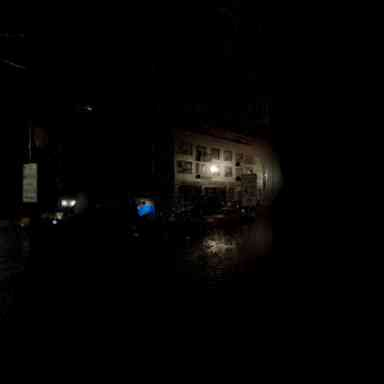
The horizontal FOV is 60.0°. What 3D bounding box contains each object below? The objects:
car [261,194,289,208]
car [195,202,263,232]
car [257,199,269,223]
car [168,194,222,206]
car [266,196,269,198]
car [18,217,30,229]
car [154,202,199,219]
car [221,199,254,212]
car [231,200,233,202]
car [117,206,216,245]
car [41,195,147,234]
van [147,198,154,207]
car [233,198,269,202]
[{"bbox_3d":[12.035,1.296,48.185,2.192,1.841,5.009,0,0,36],"label":"car"},{"bbox_3d":[2.397,1.536,20.385,1.752,1.417,4.829,0,0,36],"label":"car"},{"bbox_3d":[5.726,1.535,24.974,1.752,1.417,4.829,0,0,36],"label":"car"},{"bbox_3d":[0.552,1.224,27.981,2.150,2.045,5.566,0,0,36],"label":"car"},{"bbox_3d":[8.705,1.552,43.597,1.947,1.339,4.313,0,0,36],"label":"car"},{"bbox_3d":[-8.042,1.523,20.515,1.752,1.417,4.829,0,0,36],"label":"car"},{"bbox_3d":[-1.283,1.580,29.831,1.802,1.307,4.206,0,0,36],"label":"car"},{"bbox_3d":[5.376,1.557,39.008,1.947,1.339,4.313,0,0,36],"label":"car"},{"bbox_3d":[2.047,1.547,34.420,2.008,1.369,4.403,0,0,36],"label":"car"},{"bbox_3d":[-1.032,1.560,15.661,2.008,1.369,4.403,0,0,36],"label":"car"},{"bbox_3d":[-5.536,1.224,19.597,2.150,2.045,5.566,0,0,36],"label":"car"},{"bbox_3d":[-4.613,1.340,25.241,1.690,1.788,3.998,0,0,36],"label":"van"},{"bbox_3d":[6.620,1.597,36.328,1.895,1.301,4.718,0,0,36],"label":"car"}]
